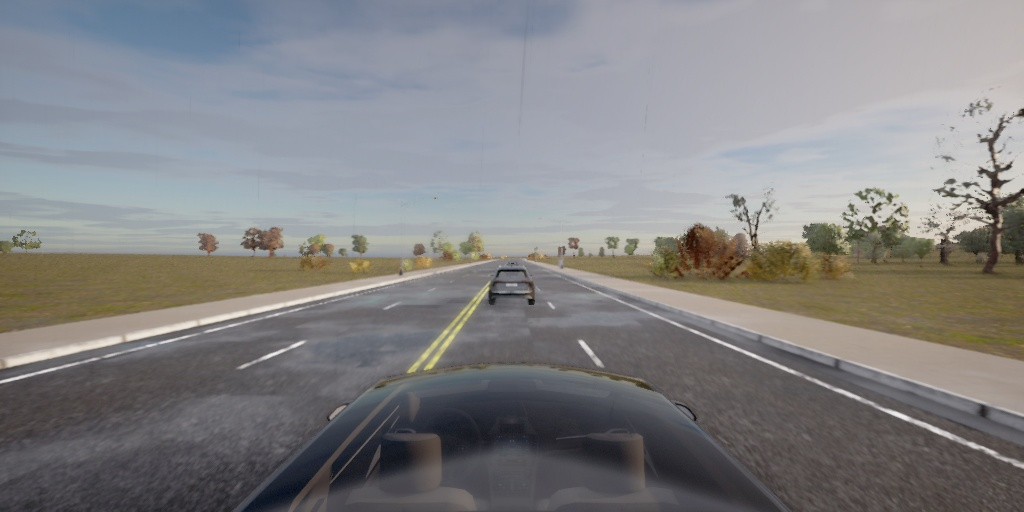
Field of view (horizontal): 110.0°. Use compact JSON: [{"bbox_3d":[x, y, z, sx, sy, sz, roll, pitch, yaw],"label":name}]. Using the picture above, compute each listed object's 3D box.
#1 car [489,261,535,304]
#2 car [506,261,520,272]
[{"bbox_3d":[-0.008,1.220,16.619,2.033,1.649,4.856,0,0,0],"label":"car"},{"bbox_3d":[0.098,1.378,49.803,1.837,1.490,4.892,0,-1,0],"label":"car"}]
